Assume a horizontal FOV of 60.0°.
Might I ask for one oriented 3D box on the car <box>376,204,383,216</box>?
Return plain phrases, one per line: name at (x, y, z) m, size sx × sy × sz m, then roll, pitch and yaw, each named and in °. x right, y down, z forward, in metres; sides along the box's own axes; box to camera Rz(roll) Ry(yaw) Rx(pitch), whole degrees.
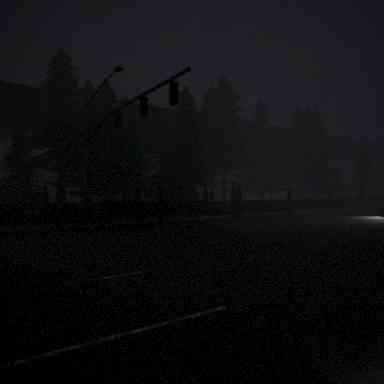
car at (18.360, 1.491, 29.908) m, size 4.181 × 1.385 × 1.994 m, roll 0°, pitch 0°, yaw -35°
